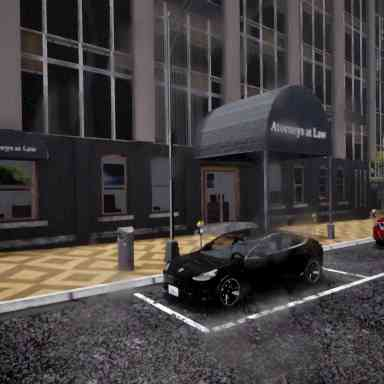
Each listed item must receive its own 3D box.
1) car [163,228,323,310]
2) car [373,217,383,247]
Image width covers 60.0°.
[{"bbox_3d":[1.370,1.564,7.847,4.313,1.339,1.947,0,-1,-37],"label":"car"},{"bbox_3d":[9.642,1.310,14.054,5.009,1.841,2.192,0,-1,-37],"label":"car"}]
